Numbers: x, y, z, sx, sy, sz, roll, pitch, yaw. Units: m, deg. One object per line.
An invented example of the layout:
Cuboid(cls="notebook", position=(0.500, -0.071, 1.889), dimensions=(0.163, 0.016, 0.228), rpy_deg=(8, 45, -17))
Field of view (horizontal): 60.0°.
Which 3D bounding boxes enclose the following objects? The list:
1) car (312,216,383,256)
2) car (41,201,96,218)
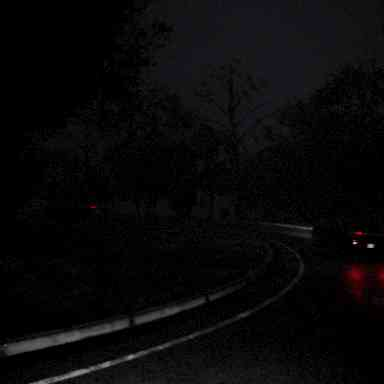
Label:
Cuboid(cls="car", position=(6.789, 1.805, 14.708), dimensions=(2.128, 1.511, 4.902), rpy_deg=(2, -1, 4))
Cuboid(cls="car", position=(-11.480, 1.597, 31.075), dimensions=(4.902, 1.511, 2.128), rpy_deg=(1, -1, -4))
